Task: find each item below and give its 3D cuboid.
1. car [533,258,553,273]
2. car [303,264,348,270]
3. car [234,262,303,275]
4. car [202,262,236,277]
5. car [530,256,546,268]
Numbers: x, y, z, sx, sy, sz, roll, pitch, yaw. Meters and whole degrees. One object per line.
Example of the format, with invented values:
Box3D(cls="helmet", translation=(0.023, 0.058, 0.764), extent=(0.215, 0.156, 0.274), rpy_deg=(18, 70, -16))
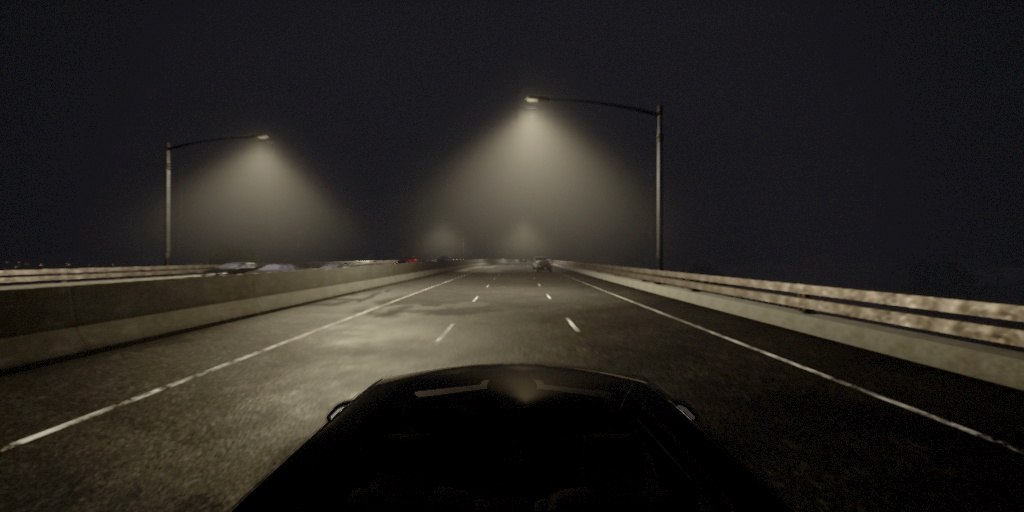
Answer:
Box3D(cls="car", translation=(4.012, 1.309, 45.027), extent=(1.812, 1.442, 4.674), rpy_deg=(0, 0, 1))
Box3D(cls="car", translation=(-13.893, 1.307, 27.936), extent=(1.994, 1.385, 4.181), rpy_deg=(0, 0, 1))
Box3D(cls="car", translation=(-17.423, 1.283, 26.702), extent=(2.033, 1.411, 5.357), rpy_deg=(0, 0, 1))
Box3D(cls="car", translation=(-20.906, 1.221, 27.263), extent=(2.128, 1.511, 4.902), rpy_deg=(0, 0, 1))
Box3D(cls="car", translation=(4.316, 1.027, 55.977), extent=(2.150, 2.045, 5.566), rpy_deg=(0, 0, 2))
